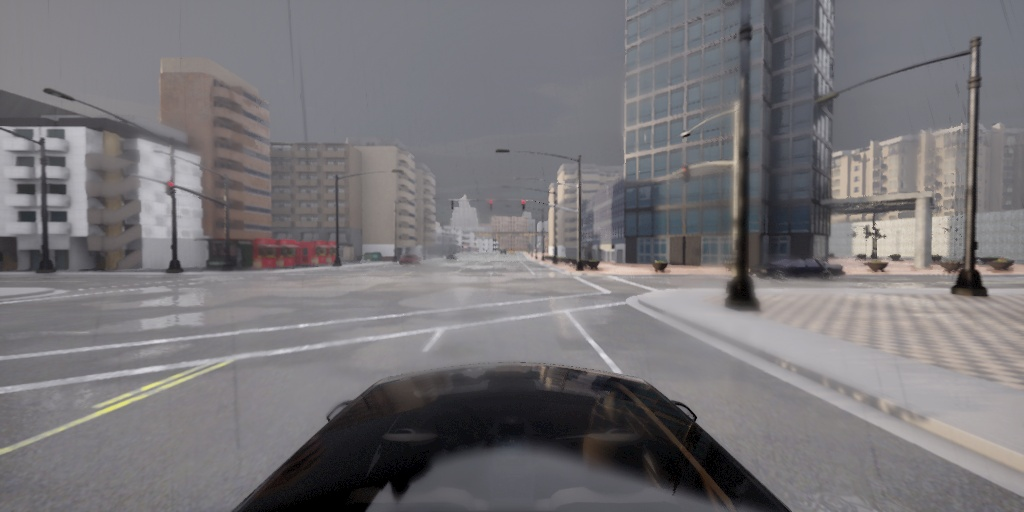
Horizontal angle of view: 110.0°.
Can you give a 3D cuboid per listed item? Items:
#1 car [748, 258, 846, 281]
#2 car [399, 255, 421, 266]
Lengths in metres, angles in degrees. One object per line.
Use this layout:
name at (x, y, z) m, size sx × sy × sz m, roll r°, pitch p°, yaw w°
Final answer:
car at (18.553, 0.861, 23.484) m, size 5.357 × 1.411 × 2.033 m, roll 0°, pitch 1°, yaw 1°
car at (-13.948, 0.555, 49.111) m, size 1.882 × 1.535 × 5.008 m, roll 0°, pitch 1°, yaw 0°
